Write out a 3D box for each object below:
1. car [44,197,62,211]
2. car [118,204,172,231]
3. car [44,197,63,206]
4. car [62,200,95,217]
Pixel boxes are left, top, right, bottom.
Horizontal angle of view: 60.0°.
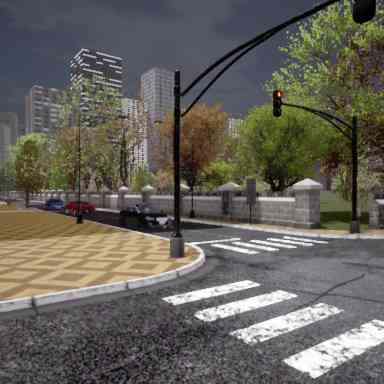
[{"bbox_3d":[-17.860,1.649,43.141,1.812,1.442,4.674,0,0,-35],"label":"car"},{"bbox_3d":[-3.094,1.538,21.321,2.128,1.511,4.902,0,0,-34],"label":"car"},{"bbox_3d":[-24.149,1.671,58.032,2.128,1.511,4.902,0,0,-34],"label":"car"},{"bbox_3d":[-11.204,1.566,33.272,1.882,1.535,5.008,0,-1,-34],"label":"car"}]
